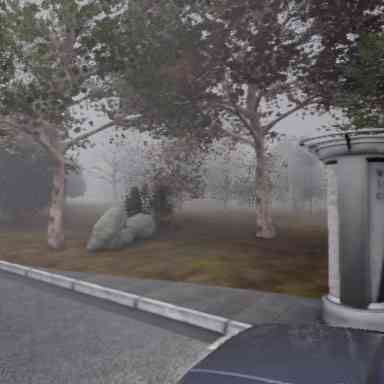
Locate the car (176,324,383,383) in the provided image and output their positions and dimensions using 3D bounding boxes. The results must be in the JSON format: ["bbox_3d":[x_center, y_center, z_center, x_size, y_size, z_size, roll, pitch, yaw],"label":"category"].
[{"bbox_3d":[2.333,1.551,1.715,5.357,1.411,2.033,0,0,35],"label":"car"}]
